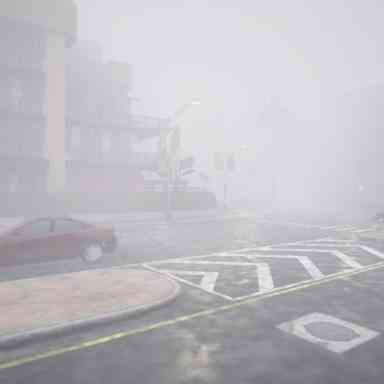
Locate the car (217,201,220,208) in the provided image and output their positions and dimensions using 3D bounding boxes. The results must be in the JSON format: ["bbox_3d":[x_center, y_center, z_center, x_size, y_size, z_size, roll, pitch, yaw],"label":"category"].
[{"bbox_3d":[2.118,1.491,48.623,2.128,1.511,4.902,0,0,-35],"label":"car"}]

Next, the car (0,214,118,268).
[{"bbox_3d":[-4.824,1.477,10.375,5.008,1.535,1.882,0,0,-36],"label":"car"}]

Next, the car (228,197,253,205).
[{"bbox_3d":[8.436,1.601,58.247,1.895,1.301,4.718,0,0,-35],"label":"car"}]

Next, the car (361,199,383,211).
[{"bbox_3d":[22.203,1.491,38.538,2.128,1.511,4.902,0,0,-35],"label":"car"}]

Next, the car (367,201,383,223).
[{"bbox_3d":[15.771,1.547,23.792,5.357,1.411,2.033,0,0,-13],"label":"car"}]
